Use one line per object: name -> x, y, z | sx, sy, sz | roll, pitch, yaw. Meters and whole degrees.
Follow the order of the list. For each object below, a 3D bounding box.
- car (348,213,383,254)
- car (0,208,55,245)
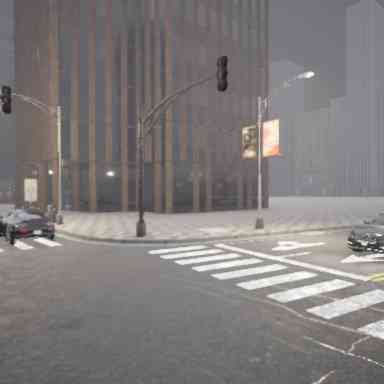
car -> 7.855, 1.482, 12.367 | 4.892, 1.490, 1.837 | 0, 0, -31
car -> -7.794, 1.492, 15.535 | 1.812, 1.442, 4.674 | 0, 0, -38
